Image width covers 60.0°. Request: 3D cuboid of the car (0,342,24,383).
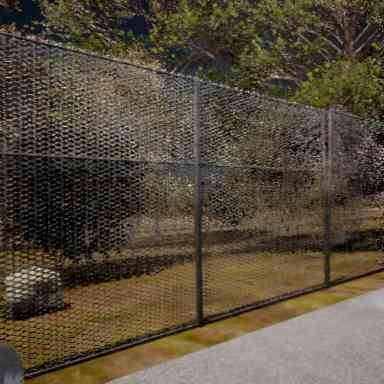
[{"bbox_3d":[-3.086,1.507,0.867,4.892,1.490,1.837,0,0,-36],"label":"car"}]
